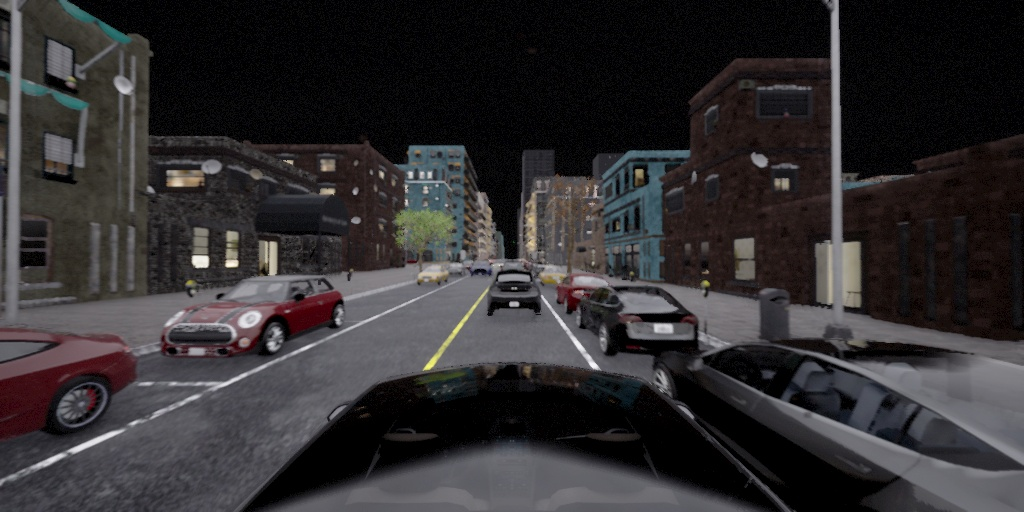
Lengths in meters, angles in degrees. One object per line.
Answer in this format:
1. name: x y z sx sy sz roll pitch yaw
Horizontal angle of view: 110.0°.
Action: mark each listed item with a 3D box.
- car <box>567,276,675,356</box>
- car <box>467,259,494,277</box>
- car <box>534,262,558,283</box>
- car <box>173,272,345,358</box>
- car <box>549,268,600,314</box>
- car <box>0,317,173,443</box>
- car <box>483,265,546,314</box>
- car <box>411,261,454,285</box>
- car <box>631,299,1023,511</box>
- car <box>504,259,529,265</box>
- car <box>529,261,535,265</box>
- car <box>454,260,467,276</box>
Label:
1. car: 2.690 1.330 8.463 1.948 1.339 4.313 0 0 0
2. car: -3.105 1.179 37.236 2.097 1.767 4.553 0 0 0
3. car: 2.746 1.323 24.927 1.751 1.417 4.829 0 0 0
4. car: -5.690 1.204 8.463 1.967 1.591 4.097 0 0 0
5. car: 2.696 1.320 13.690 1.888 1.381 4.507 0 0 0
6. car: -5.690 1.335 2.930 1.802 1.307 4.207 0 0 0
7. car: 0.080 1.281 13.813 1.837 1.490 4.892 0 0 0
8. car: -5.765 1.328 26.537 1.751 1.417 4.829 0 0 0
9. car: 2.691 1.318 2.930 1.948 1.339 4.313 0 0 0
10. car: 0.078 1.160 29.154 2.097 1.767 4.553 0 0 0
11. car: 2.785 1.367 33.147 2.007 1.370 4.403 0 0 0
12. car: -5.821 1.378 37.772 2.007 1.370 4.403 0 0 0
